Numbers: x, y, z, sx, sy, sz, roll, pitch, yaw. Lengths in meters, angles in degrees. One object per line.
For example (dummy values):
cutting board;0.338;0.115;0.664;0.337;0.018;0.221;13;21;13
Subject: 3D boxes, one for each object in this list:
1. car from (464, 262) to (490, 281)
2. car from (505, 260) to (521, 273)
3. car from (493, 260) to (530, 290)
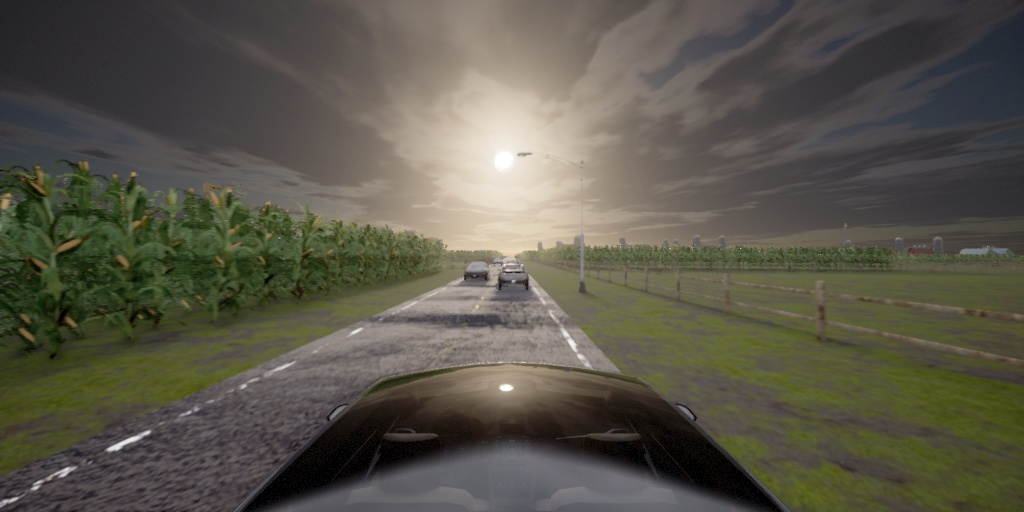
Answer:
car;-2.849;1.221;29.833;1.882;1.535;5.008;0;0;0
car;0.086;1.238;43.375;1.837;1.490;4.892;0;0;0
car;0.093;1.239;22.718;2.128;1.511;4.902;0;0;0
